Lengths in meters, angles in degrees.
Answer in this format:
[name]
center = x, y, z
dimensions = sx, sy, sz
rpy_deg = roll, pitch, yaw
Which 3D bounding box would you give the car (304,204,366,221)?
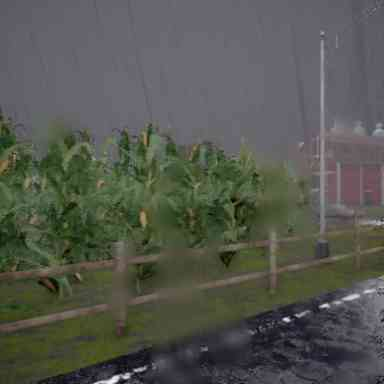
[car]
center = 12.366, 1.749, 29.292
dimensions = 2.033, 1.411, 5.357
rpy_deg = 0, -1, -31
